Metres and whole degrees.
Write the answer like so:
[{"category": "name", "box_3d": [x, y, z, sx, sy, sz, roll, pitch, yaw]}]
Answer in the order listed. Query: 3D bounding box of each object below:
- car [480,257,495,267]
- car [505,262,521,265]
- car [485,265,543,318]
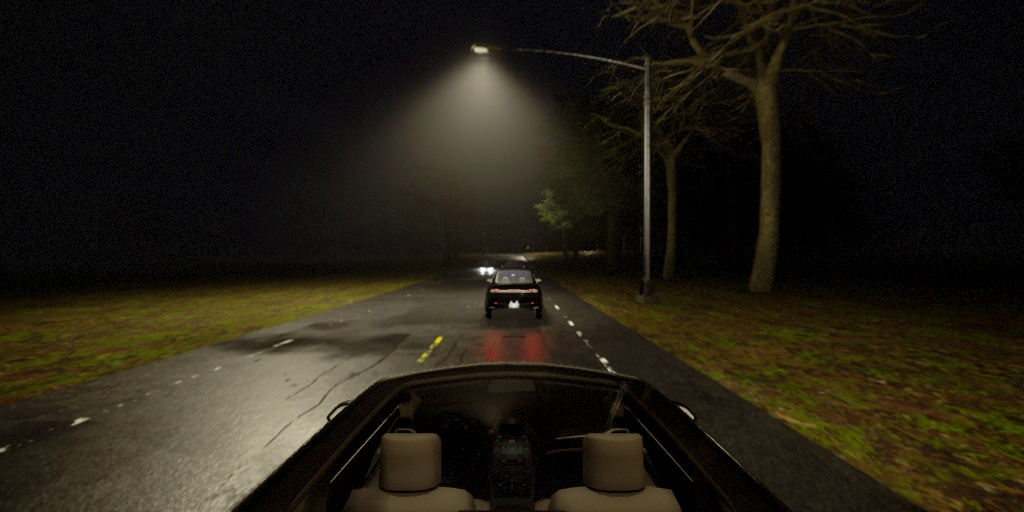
[{"category": "car", "box_3d": [-3.554, 0.866, 52.260, 2.128, 1.511, 4.902, 0, 1, 0]}, {"category": "car", "box_3d": [0.082, 1.189, 28.996, 1.812, 1.442, 4.674, 0, 1, 0]}, {"category": "car", "box_3d": [0.073, 1.245, 13.024, 2.128, 1.511, 4.902, 0, 0, 0]}]
